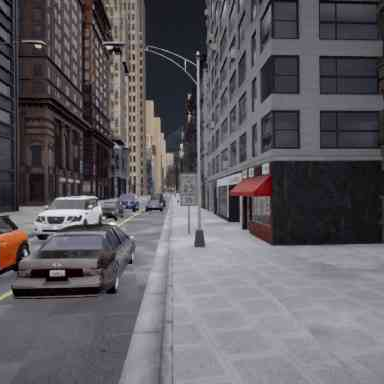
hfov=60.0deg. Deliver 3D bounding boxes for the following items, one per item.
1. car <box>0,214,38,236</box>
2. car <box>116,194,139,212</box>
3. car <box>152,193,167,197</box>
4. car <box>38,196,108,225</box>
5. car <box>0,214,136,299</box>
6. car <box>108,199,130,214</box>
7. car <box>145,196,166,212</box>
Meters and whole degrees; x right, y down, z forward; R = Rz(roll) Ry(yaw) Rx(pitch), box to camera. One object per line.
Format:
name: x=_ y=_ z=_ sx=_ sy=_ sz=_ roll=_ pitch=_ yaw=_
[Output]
car: x=-5.696 y=1.379 z=7.808 sx=2.097 sy=1.767 sz=4.553 roll=-1 pitch=0 yaw=-3
car: x=-7.431 y=1.220 z=38.611 sx=2.150 sy=2.045 sz=5.566 roll=-1 pitch=0 yaw=-3
car: x=-4.968 y=1.180 z=48.861 sx=2.150 sy=2.045 sz=5.566 roll=-1 pitch=0 yaw=-3
car: x=-6.259 y=1.240 z=17.587 sx=2.150 sy=2.045 sz=5.566 roll=-1 pitch=0 yaw=-3
car: x=-2.638 y=1.546 z=8.659 sx=2.033 sy=1.411 sz=5.357 roll=-1 pitch=0 yaw=-3
car: x=-6.851 y=1.557 z=27.890 sx=2.033 sy=1.411 sz=5.357 roll=-1 pitch=0 yaw=-3
car: x=-4.329 y=1.535 z=38.772 sx=1.994 sy=1.385 sz=4.181 roll=-1 pitch=0 yaw=-3
